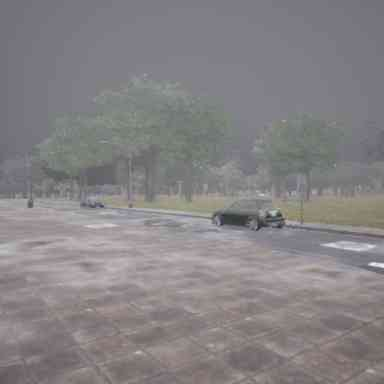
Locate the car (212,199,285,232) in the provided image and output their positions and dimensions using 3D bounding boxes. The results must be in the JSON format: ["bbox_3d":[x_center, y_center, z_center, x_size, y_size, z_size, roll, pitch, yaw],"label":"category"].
[{"bbox_3d":[3.204,1.239,19.806,2.097,1.767,4.553,-2,1,-35],"label":"car"}]

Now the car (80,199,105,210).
[{"bbox_3d":[-12.794,1.497,42.337,1.895,1.301,4.718,-2,1,-35],"label":"car"}]
